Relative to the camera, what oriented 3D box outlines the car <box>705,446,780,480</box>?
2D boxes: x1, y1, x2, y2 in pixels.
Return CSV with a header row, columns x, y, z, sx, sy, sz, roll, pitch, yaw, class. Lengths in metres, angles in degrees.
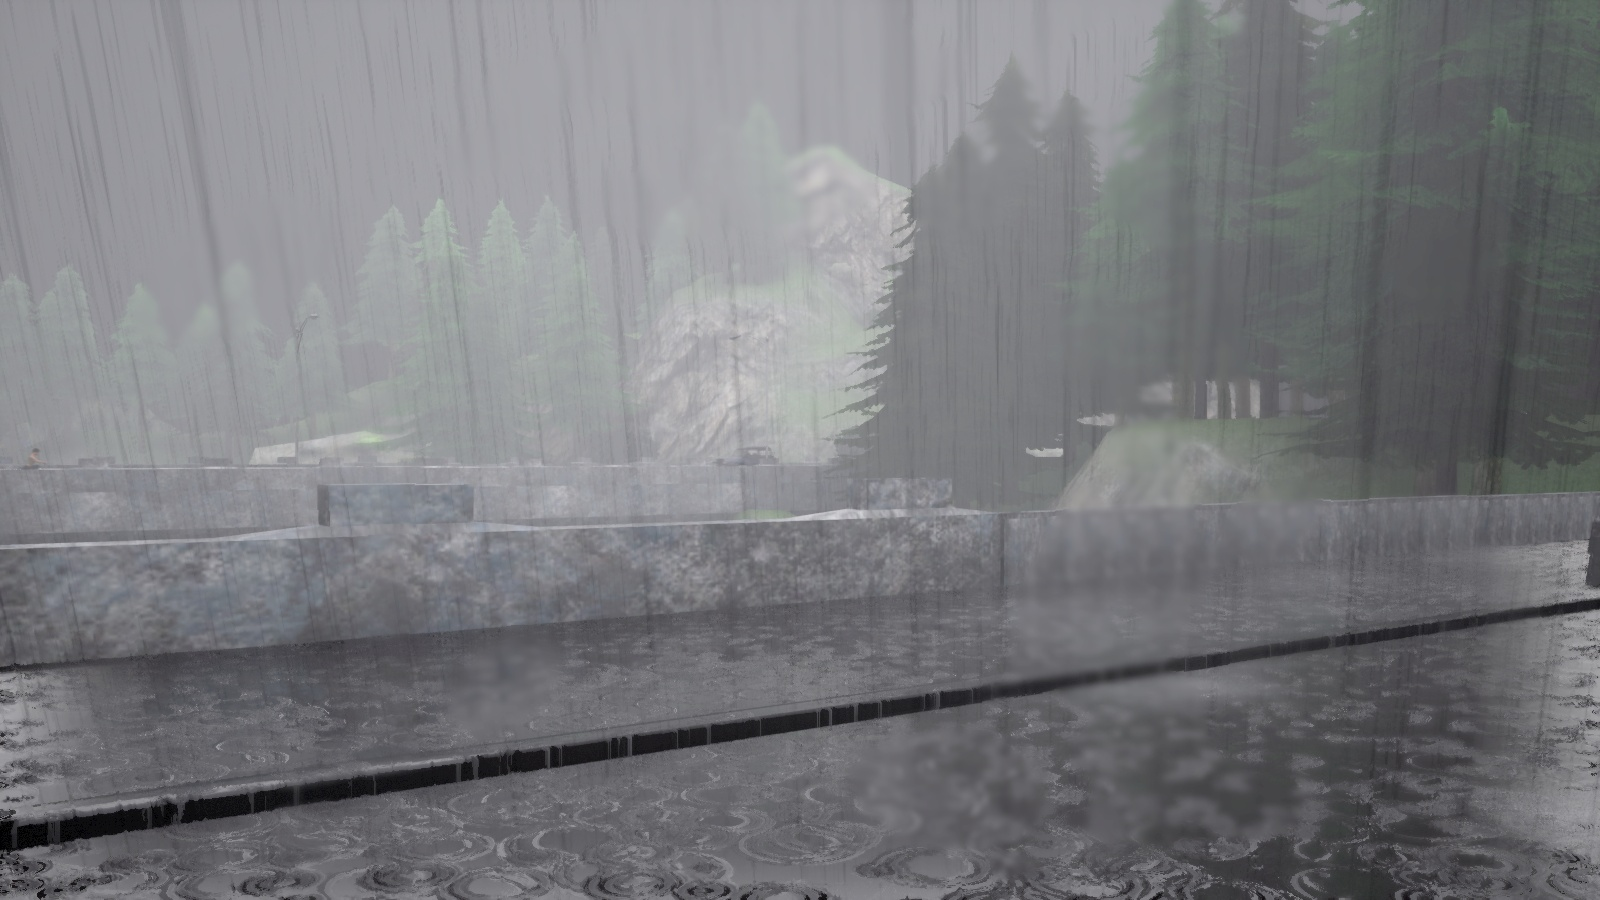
x,y,z,sx,sy,sz,roll,pitch,yaw,class
-3.304,0.724,72.085,3.866,1.878,1.905,0,0,-35,car
